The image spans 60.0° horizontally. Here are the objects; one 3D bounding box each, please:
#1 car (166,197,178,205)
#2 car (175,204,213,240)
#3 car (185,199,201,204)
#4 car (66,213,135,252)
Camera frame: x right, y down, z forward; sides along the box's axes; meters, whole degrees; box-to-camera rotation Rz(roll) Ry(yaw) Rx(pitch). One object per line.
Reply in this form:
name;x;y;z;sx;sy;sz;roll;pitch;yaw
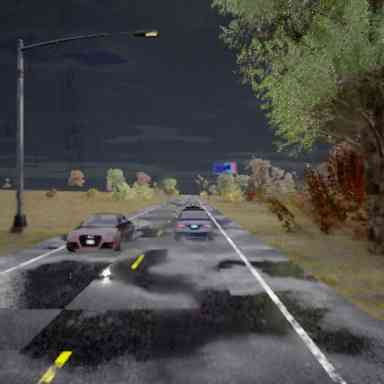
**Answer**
car;-3.486;1.593;58.460;1.837;1.490;4.892;0;0;0
car;0.104;1.556;17.101;2.033;1.411;5.357;0;0;0
car;0.110;1.571;42.102;2.033;1.411;5.357;0;0;0
car;-3.596;1.571;13.745;1.994;1.385;4.181;0;0;0
